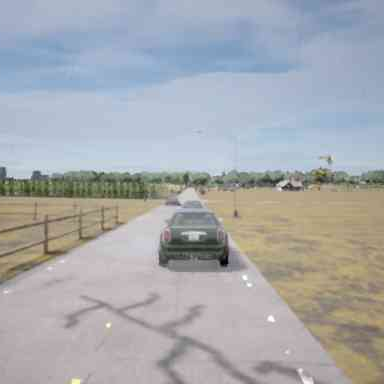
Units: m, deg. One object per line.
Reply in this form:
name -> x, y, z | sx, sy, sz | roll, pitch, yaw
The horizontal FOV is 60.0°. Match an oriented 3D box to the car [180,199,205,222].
car -> 0.068, 1.437, 27.066 | 1.837, 1.490, 4.892 | 0, 1, 0

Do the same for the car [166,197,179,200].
car -> -2.824, 1.369, 48.733 | 1.994, 1.385, 4.181 | 0, 0, 0

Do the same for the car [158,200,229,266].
car -> 0.066, 1.324, 11.644 | 2.097, 1.767, 4.553 | 0, 0, 0
